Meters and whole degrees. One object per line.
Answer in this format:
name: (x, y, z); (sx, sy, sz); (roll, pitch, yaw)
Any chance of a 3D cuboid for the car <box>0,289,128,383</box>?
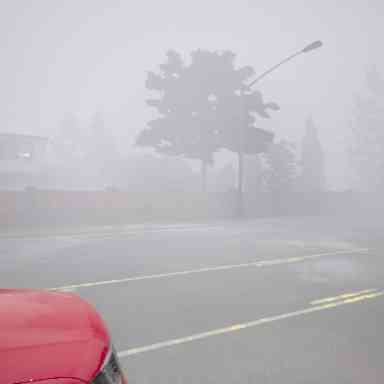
car: (-3.056, 1.222, 1.515); (5.566, 2.045, 2.150); (0, 0, -28)
